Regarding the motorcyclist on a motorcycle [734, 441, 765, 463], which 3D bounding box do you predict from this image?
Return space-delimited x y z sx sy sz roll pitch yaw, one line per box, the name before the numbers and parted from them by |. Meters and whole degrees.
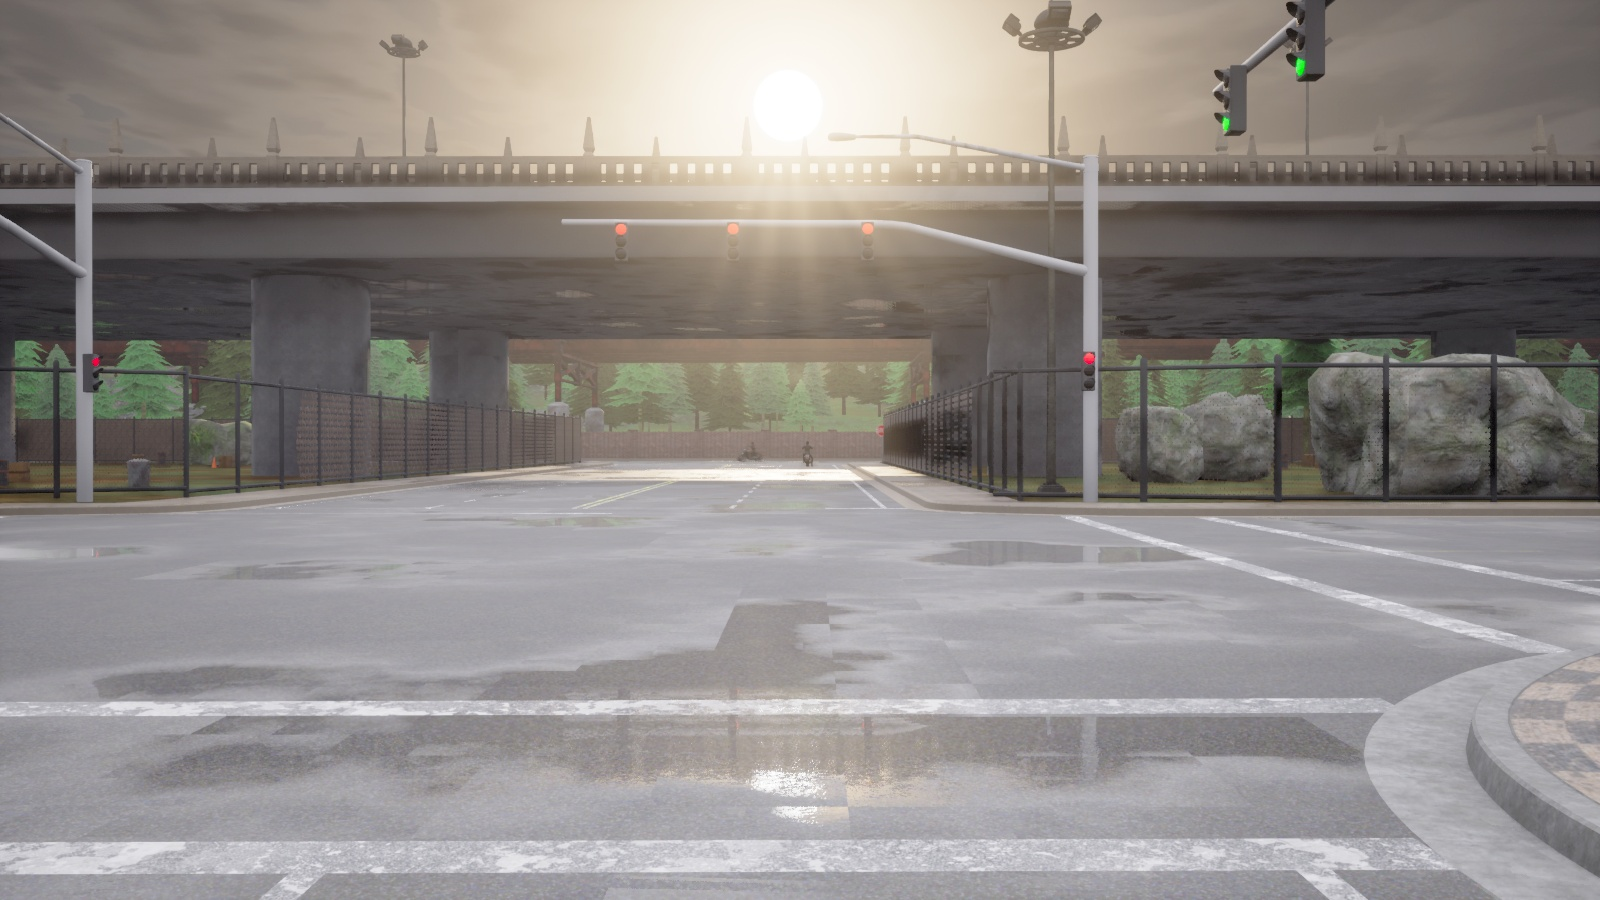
motorcyclist on a motorcycle | -3.878 0.153 95.889 2.350 1.649 0.766 0 2 -40
